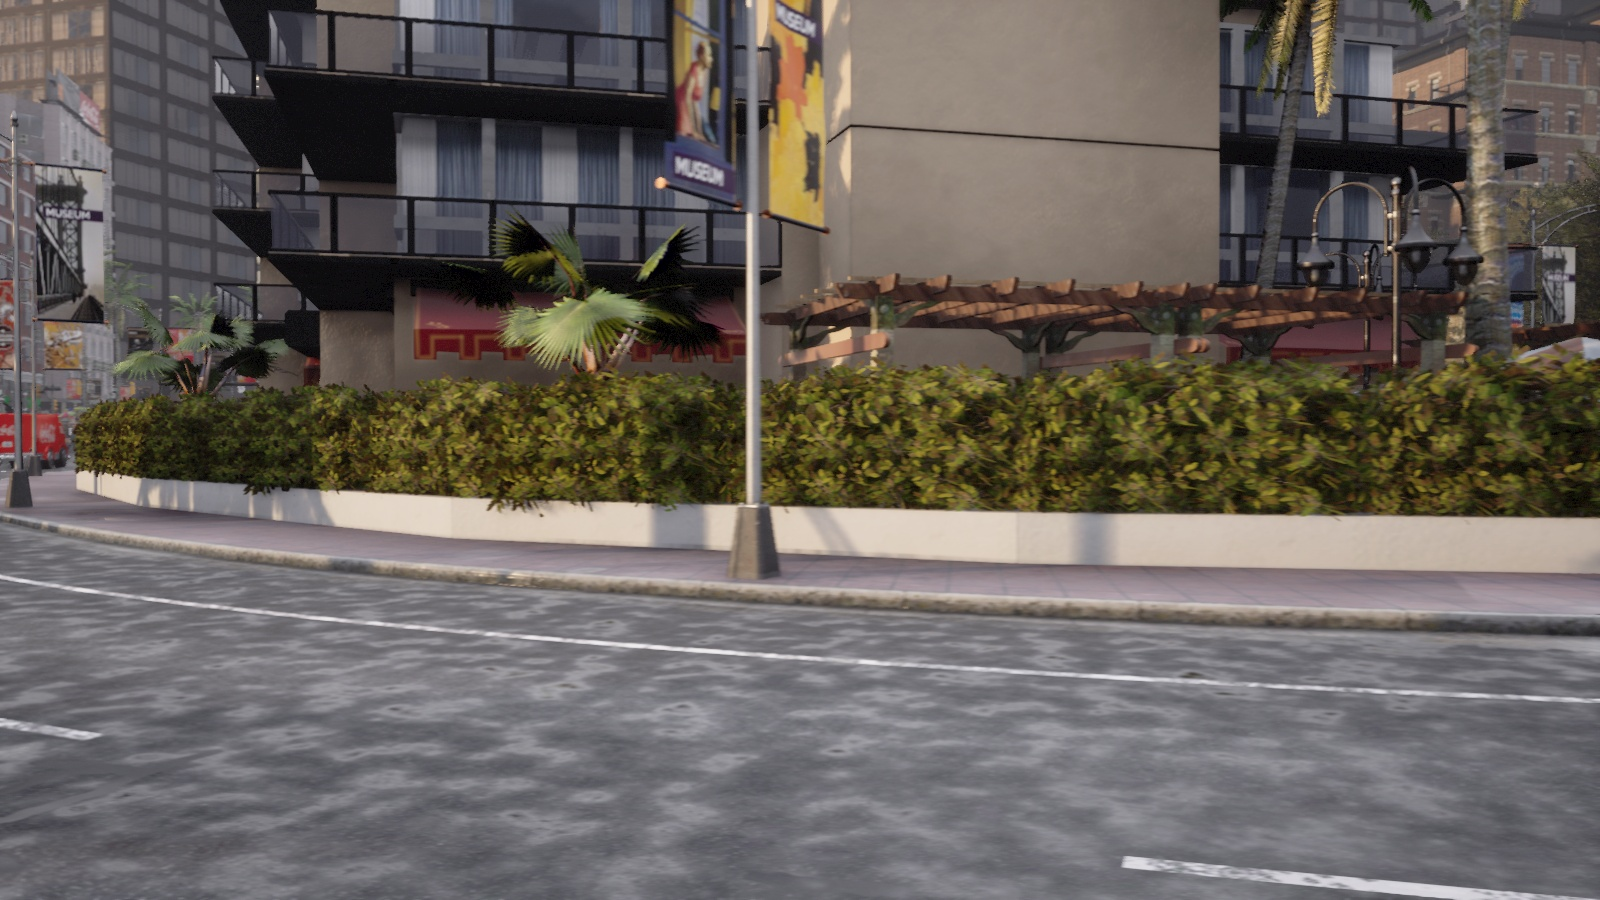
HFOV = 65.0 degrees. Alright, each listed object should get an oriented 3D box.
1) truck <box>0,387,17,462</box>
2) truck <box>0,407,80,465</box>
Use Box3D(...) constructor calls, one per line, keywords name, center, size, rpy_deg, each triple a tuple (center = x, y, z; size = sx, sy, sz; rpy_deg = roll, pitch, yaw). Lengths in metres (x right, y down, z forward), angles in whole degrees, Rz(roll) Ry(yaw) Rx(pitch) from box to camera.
Box3D(name="truck", center=(-38.160, -1.158, 56.341), size=(2.891, 3.462, 7.936), rpy_deg=(0, 1, -15))
Box3D(name="truck", center=(-34.547, -0.649, 56.391), size=(2.627, 2.467, 5.204), rpy_deg=(0, 1, -15))
